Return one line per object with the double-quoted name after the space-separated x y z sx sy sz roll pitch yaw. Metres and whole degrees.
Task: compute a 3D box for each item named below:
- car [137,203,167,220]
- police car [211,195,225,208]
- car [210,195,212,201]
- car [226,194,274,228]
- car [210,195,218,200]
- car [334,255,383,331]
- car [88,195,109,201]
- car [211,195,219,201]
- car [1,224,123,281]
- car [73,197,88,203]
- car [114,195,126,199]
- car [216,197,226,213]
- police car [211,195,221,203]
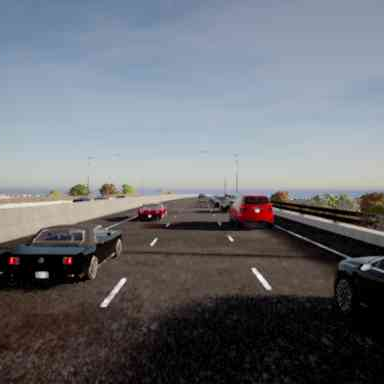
-3.158 1.526 27.348 1.895 1.301 4.718 0 0 1 "car"
4.168 1.398 46.673 2.038 1.542 4.974 0 0 2 "police car"
4.507 1.420 57.590 1.812 1.442 4.674 0 0 2 "car"
3.761 1.162 21.749 2.150 2.045 5.566 0 0 0 "car"
5.941 1.480 90.327 2.033 1.411 5.357 0 0 3 "car"
3.616 1.479 4.446 2.128 1.511 4.902 0 0 0 "car"
-16.445 1.384 60.179 2.128 1.511 4.902 0 0 3 "car"
5.394 1.440 79.417 1.812 1.442 4.674 0 0 3 "car"
-3.360 1.574 9.715 1.895 1.301 4.718 0 0 0 "car"
-19.917 1.489 60.694 1.895 1.301 4.718 0 0 3 "car"
-12.950 1.395 60.047 1.837 1.490 4.892 0 0 3 "car"
3.898 1.507 35.783 1.895 1.301 4.718 0 0 1 "car"
4.916 1.407 68.505 2.038 1.542 4.974 0 0 2 "police car"
